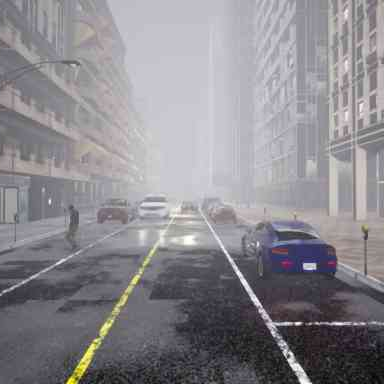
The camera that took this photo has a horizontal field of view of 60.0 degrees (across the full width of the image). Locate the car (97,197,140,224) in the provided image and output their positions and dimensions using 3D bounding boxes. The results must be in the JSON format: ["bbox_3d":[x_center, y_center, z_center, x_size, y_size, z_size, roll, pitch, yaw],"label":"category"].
[{"bbox_3d":[-5.532,1.330,24.884,2.192,1.841,5.009,1,0,-1],"label":"car"}]

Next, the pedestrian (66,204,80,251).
[{"bbox_3d":[-4.536,1.299,12.663,0.375,1.860,0.375,1,-1,-1],"label":"pedestrian"}]

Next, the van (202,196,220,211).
[{"bbox_3d":[2.247,1.371,36.038,1.690,1.788,3.998,1,0,-1],"label":"van"}]

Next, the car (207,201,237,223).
[{"bbox_3d":[2.346,1.597,24.968,1.802,1.307,4.206,1,0,-1],"label":"car"}]

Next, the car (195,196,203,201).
[{"bbox_3d":[1.786,1.668,86.027,1.752,1.417,4.829,0,0,-1],"label":"car"}]

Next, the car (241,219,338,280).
[{"bbox_3d":[2.662,1.530,9.883,1.812,1.442,4.674,0,0,-1],"label":"car"}]

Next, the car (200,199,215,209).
[{"bbox_3d":[2.143,1.630,47.109,1.802,1.307,4.206,0,0,-1],"label":"car"}]

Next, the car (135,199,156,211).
[{"bbox_3d":[-5.686,1.589,41.491,2.008,1.369,4.403,1,0,-1],"label":"car"}]

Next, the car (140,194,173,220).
[{"bbox_3d":[-3.108,1.241,28.362,2.150,2.045,5.566,0,0,-1],"label":"car"}]

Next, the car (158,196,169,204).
[{"bbox_3d":[-5.940,1.639,69.171,1.887,1.381,4.507,0,0,-1],"label":"car"}]

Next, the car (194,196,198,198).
[{"bbox_3d":[-0.393,1.649,47.303,1.895,1.301,4.718,0,0,0],"label":"car"}]

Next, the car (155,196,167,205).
[{"bbox_3d":[-5.888,1.521,63.634,1.967,1.590,4.097,1,0,-1],"label":"car"}]

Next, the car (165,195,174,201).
[{"bbox_3d":[-6.142,1.600,91.313,1.967,1.590,4.097,0,0,-1],"label":"car"}]

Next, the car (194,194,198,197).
[{"bbox_3d":[1.838,1.690,80.321,1.947,1.339,4.313,0,0,-1],"label":"car"}]

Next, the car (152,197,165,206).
[{"bbox_3d":[-5.838,1.613,58.099,1.887,1.381,4.507,1,0,-1],"label":"car"}]

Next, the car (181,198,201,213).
[{"bbox_3d":[-0.252,1.633,37.260,1.895,1.301,4.718,0,0,0],"label":"car"}]

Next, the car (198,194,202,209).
[{"bbox_3d":[2.196,1.354,41.573,2.192,1.841,5.009,1,0,-1],"label":"car"}]

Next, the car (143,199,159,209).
[{"bbox_3d":[-5.737,1.630,47.027,1.802,1.307,4.206,1,0,-1],"label":"car"}]

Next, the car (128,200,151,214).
[{"bbox_3d":[-5.636,1.612,35.955,1.802,1.307,4.206,1,0,-1],"label":"car"}]

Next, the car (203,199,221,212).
[{"bbox_3d":[2.295,1.604,30.504,1.802,1.307,4.206,1,0,-1],"label":"car"}]
